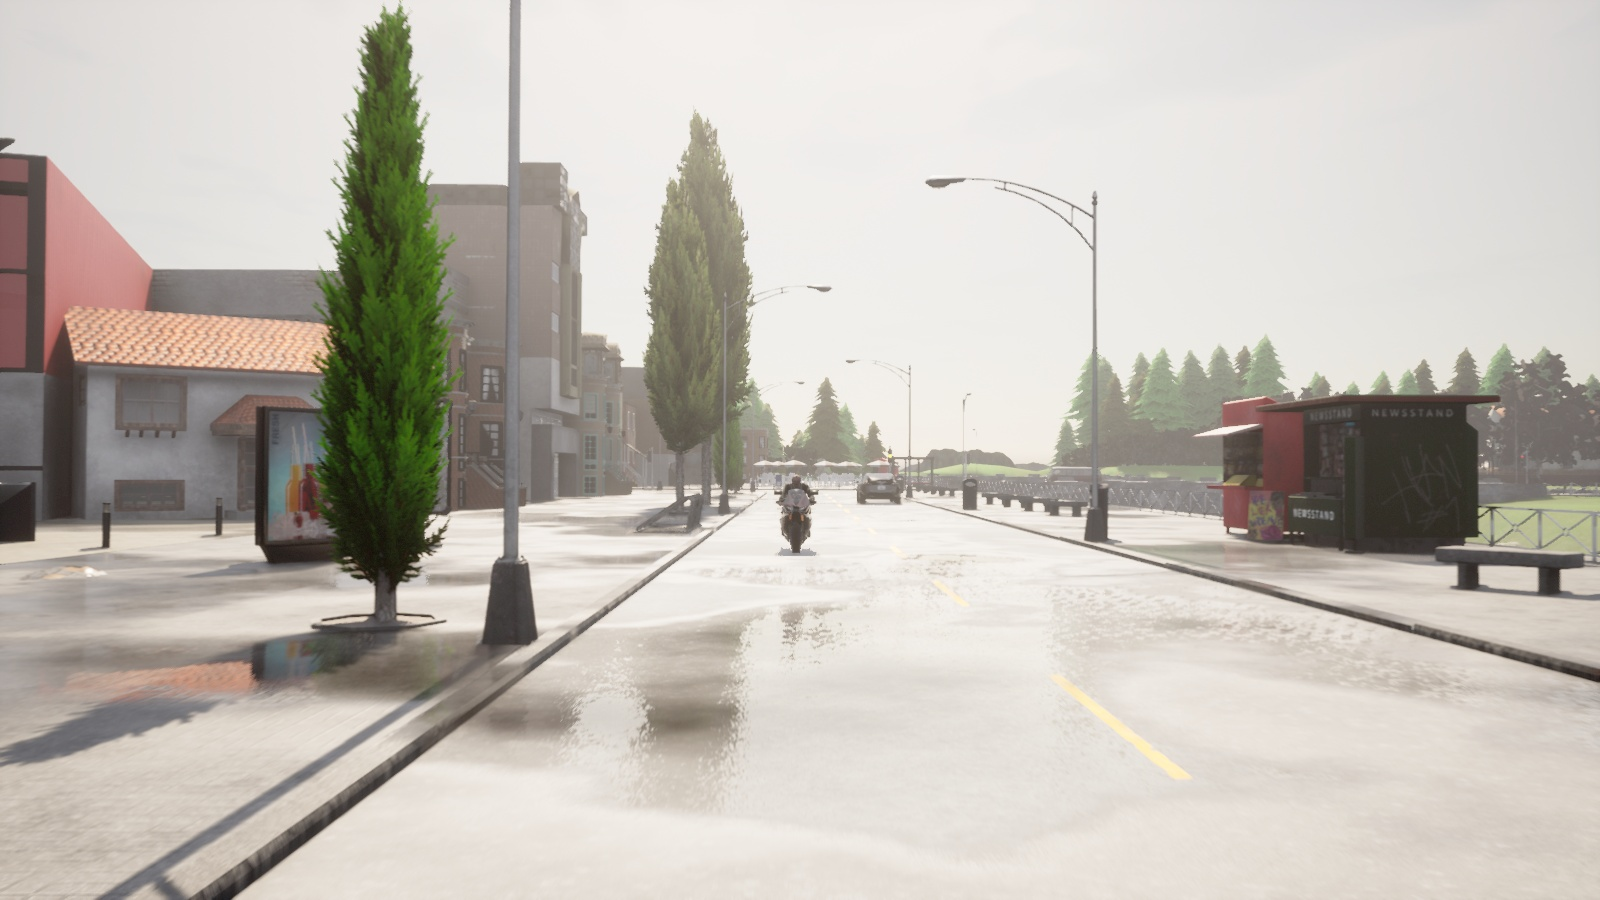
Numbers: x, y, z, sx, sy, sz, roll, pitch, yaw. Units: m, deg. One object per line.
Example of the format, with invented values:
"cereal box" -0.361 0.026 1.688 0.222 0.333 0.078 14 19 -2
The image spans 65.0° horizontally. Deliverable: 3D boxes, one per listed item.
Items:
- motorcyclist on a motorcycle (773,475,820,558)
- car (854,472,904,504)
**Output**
"motorcyclist on a motorcycle" -0.064 1.261 24.556 0.866 1.530 2.191 0 -1 0
"car" 3.838 1.832 61.683 2.163 1.488 4.792 0 -1 0
